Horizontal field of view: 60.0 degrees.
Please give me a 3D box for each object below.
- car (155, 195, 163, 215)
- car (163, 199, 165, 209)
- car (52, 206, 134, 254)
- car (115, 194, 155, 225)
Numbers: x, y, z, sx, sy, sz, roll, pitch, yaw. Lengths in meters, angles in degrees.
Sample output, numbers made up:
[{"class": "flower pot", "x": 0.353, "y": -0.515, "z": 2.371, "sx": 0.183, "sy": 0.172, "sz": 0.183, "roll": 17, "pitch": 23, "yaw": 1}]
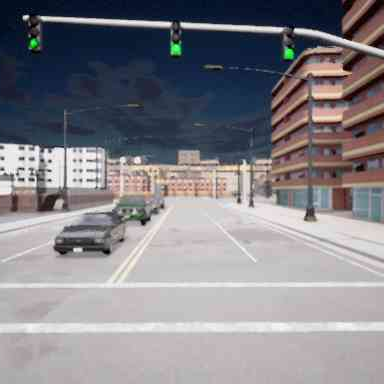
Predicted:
[{"class": "car", "x": -4.408, "y": 1.318, "z": 33.660, "sx": 2.097, "sy": 1.767, "sz": 4.553, "roll": 0, "pitch": 0, "yaw": -1}, {"class": "car", "x": -4.666, "y": 1.306, "z": 43.866, "sx": 2.097, "sy": 1.767, "sz": 4.553, "roll": 0, "pitch": 0, "yaw": -1}, {"class": "car", "x": -3.886, "y": 1.536, "z": 13.686, "sx": 2.033, "sy": 1.411, "sz": 5.357, "roll": 0, "pitch": 0, "yaw": -2}, {"class": "car", "x": -4.171, "y": 1.198, "z": 23.868, "sx": 2.150, "sy": 2.045, "sz": 5.566, "roll": 0, "pitch": 0, "yaw": -2}]
